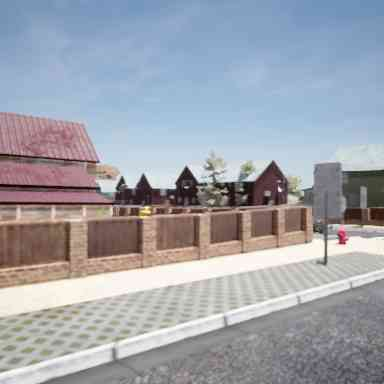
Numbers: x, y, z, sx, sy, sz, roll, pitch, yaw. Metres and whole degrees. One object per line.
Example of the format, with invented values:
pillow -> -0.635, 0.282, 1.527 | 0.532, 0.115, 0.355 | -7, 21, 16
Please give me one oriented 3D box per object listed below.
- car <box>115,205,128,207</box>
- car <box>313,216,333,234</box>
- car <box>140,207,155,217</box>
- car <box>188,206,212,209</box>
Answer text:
car -> -11.380, 2.803, 51.945 | 2.097, 1.767, 4.553 | 2, -3, -36
car -> 6.759, 1.908, 21.792 | 1.837, 1.490, 4.892 | 2, -3, -35
car -> -4.768, 2.428, 37.779 | 1.882, 1.535, 5.008 | 2, -3, -35
car -> 1.039, 2.026, 29.748 | 2.097, 1.767, 4.553 | 2, -3, -36
